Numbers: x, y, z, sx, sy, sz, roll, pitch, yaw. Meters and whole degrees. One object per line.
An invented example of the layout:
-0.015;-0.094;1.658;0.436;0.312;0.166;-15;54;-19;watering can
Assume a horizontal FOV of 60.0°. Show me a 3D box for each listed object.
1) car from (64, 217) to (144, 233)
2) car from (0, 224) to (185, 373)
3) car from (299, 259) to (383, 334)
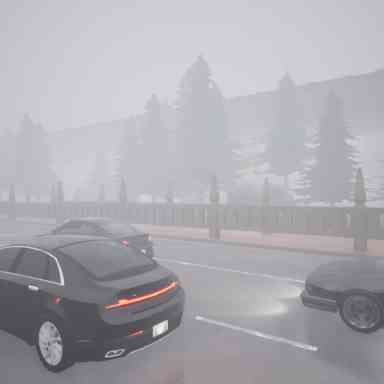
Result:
-3.274;1.526;10.614;4.674;1.442;1.812;0;0;35;car
-2.380;1.505;5.684;4.892;1.490;1.837;0;0;35;car
4.541;1.547;5.053;5.357;1.411;2.033;0;0;35;car
